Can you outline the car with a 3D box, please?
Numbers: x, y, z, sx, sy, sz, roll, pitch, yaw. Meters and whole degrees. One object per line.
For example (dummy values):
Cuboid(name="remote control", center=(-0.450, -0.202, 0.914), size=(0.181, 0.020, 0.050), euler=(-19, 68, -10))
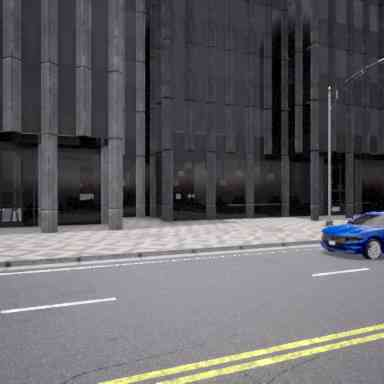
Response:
Cuboid(name="car", center=(7.140, 1.476, 12.374), size=(5.008, 1.535, 1.882), euler=(0, 0, -22))
